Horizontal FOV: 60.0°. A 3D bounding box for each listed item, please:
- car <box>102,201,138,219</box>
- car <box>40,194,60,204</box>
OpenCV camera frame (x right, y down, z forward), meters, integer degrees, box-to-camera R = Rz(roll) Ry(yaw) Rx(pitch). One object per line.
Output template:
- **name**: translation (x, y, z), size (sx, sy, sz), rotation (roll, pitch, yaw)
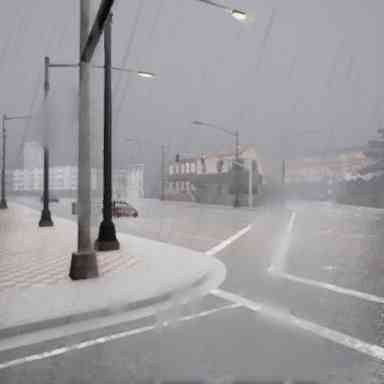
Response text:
- **car**: translation (-6.415, 1.537, 29.237), size (1.812, 1.442, 4.674), rotation (0, 0, -36)
- **car**: translation (-21.557, 1.005, 50.232), size (2.033, 1.411, 5.357), rotation (0, 1, -36)
